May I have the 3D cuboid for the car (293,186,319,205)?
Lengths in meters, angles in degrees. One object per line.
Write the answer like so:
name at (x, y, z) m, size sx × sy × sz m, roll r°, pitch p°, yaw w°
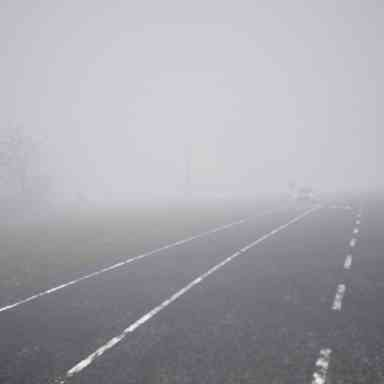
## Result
car at (11.924, 0.315, 34.757) m, size 2.097 × 1.767 × 4.553 m, roll -5°, pitch 0°, yaw 27°
